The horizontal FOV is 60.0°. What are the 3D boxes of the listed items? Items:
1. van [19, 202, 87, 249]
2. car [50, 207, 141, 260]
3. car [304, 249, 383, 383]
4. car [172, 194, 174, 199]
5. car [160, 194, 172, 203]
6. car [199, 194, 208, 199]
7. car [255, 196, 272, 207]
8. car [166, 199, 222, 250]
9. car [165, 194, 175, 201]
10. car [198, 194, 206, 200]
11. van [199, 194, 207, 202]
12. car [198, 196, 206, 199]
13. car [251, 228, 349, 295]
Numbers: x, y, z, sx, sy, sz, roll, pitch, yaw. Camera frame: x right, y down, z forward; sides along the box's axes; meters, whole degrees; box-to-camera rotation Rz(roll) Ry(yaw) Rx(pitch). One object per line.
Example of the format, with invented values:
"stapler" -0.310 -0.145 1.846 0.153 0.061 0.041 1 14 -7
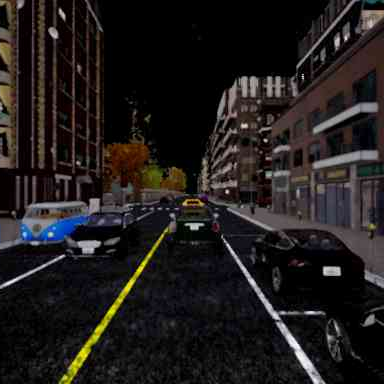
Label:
"van" -5.688 1.335 14.145 1.690 1.788 3.998 0 0 0
"car" -3.101 1.486 12.397 2.128 1.511 4.902 0 0 0
"car" 2.694 1.564 2.823 1.947 1.339 4.313 0 0 0
"car" -5.699 1.559 80.286 1.752 1.417 4.829 0 0 0
"car" -5.698 1.585 69.195 1.947 1.339 4.313 0 0 0
"car" 2.682 1.571 74.826 1.887 1.381 4.507 0 0 0
"car" 13.458 1.605 56.875 5.009 1.841 2.192 1 -1 -1
"car" 0.096 1.345 14.387 2.097 1.767 4.553 0 0 0
"car" -5.700 1.358 86.086 2.192 1.841 5.009 0 0 0
"car" 2.680 1.493 91.717 1.967 1.590 4.097 0 0 0
"van" 2.682 1.376 80.457 1.690 1.788 3.998 0 0 0
"car" 0.093 1.470 31.967 1.882 1.535 5.008 0 0 0
"car" 2.692 1.562 8.486 1.947 1.339 4.313 0 0 0
